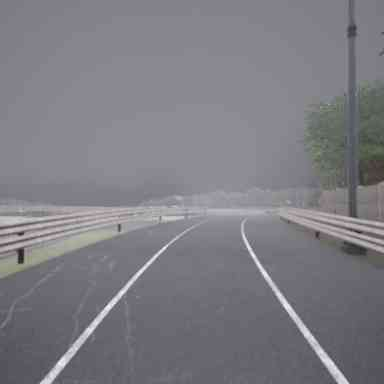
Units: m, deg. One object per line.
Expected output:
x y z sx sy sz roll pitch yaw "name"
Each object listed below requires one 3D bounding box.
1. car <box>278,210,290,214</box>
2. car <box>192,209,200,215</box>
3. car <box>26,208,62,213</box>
24.597 5.228 87.506 1.895 1.301 4.718 -2 -4 30 "car"
-1.089 3.353 57.975 5.357 1.411 2.033 3 -4 -35 "car"
-21.327 2.682 48.114 4.718 1.301 1.895 2 -4 -23 "car"
